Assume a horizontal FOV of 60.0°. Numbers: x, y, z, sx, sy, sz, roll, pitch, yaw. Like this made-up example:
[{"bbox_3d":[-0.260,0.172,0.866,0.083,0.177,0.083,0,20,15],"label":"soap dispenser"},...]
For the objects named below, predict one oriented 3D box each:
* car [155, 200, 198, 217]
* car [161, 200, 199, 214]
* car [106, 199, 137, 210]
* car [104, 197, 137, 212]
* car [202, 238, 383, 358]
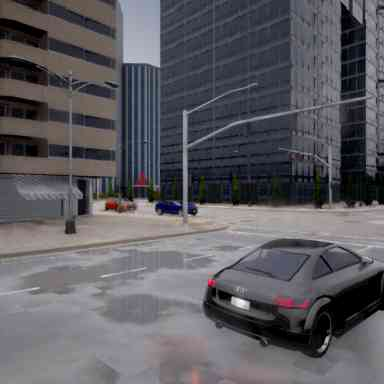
[{"bbox_3d":[-1.561,1.533,32.636,5.008,1.535,1.882,0,0,44],"label":"car"},{"bbox_3d":[-1.393,1.619,37.375,4.181,1.385,1.994,0,0,44],"label":"car"},{"bbox_3d":[-9.725,1.656,45.556,4.718,1.301,1.895,0,0,45],"label":"car"},{"bbox_3d":[-8.457,1.407,39.413,4.553,1.767,2.097,0,0,44],"label":"car"},{"bbox_3d":[2.163,1.564,6.140,4.181,1.385,1.994,0,0,-43],"label":"car"}]
